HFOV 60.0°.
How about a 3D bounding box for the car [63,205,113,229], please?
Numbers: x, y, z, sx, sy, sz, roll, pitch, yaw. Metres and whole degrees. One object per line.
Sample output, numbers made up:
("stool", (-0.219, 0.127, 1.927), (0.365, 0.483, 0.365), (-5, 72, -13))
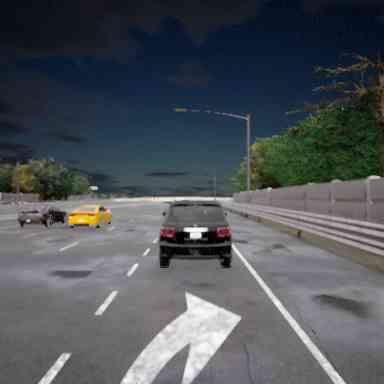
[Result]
("car", (-6.892, 1.639, 23.121), (1.882, 1.535, 5.008), (0, -1, 0))

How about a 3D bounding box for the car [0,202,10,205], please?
("car", (-21.077, 1.849, 35.942), (1.837, 1.490, 4.892), (0, -1, 0))

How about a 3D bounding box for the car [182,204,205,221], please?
("car", (0.111, 1.824, 30.627), (1.994, 1.385, 4.181), (0, -1, 0))

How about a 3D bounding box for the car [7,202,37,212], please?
("car", (-24.550, 2.188, 48.298), (1.895, 1.301, 4.718), (0, -1, 0))

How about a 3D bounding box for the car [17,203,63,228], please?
("car", (-10.392, 1.658, 23.568), (2.128, 1.511, 4.902), (0, -1, 0))

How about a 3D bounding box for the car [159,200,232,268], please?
("car", (0.104, 1.279, 11.682), (2.150, 2.045, 5.566), (0, 0, 0))
